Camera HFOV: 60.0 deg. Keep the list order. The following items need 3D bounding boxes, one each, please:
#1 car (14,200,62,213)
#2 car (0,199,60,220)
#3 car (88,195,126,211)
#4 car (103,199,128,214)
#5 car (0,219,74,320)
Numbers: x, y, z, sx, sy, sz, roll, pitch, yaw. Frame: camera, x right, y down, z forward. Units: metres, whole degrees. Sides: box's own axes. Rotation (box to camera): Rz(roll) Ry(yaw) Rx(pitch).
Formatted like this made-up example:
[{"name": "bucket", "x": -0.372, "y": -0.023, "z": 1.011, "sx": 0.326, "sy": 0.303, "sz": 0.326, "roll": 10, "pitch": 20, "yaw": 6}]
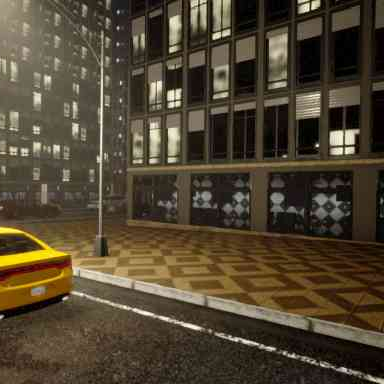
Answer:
[{"name": "car", "x": -17.924, "y": 1.643, "z": 38.972, "sx": 1.752, "sy": 1.417, "sz": 4.829, "roll": 1, "pitch": 0, "yaw": 36}, {"name": "car", "x": -14.399, "y": 1.519, "z": 29.607, "sx": 2.192, "sy": 1.841, "sz": 5.009, "roll": 1, "pitch": 0, "yaw": 36}, {"name": "car", "x": -11.011, "y": 1.454, "z": 43.995, "sx": 2.150, "sy": 2.045, "sz": 5.566, "roll": 1, "pitch": 0, "yaw": 36}, {"name": "car", "x": -7.629, "y": 1.830, "z": 38.839, "sx": 1.752, "sy": 1.417, "sz": 4.829, "roll": 1, "pitch": 0, "yaw": 36}, {"name": "car", "x": -4.551, "y": 1.474, "z": 6.898, "sx": 5.008, "sy": 1.535, "sz": 1.882, "roll": 0, "pitch": 0, "yaw": 35}]
